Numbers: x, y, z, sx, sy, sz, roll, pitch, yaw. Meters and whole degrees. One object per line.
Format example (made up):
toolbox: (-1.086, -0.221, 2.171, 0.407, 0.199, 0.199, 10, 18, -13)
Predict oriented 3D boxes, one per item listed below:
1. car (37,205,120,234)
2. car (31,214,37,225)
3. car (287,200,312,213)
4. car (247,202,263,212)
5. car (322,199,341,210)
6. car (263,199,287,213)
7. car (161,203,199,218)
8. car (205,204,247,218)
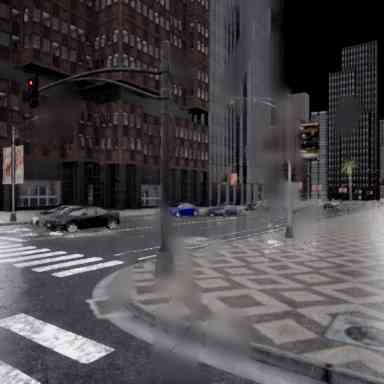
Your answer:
car: (-6.871, 1.696, 21.355, 1.882, 1.535, 5.008, 0, -1, 35)
car: (-9.010, 1.717, 23.969, 2.128, 1.511, 4.902, 0, -1, 35)
car: (15.772, 2.275, 47.637, 2.033, 1.411, 5.357, 0, -1, 32)
car: (9.696, 2.266, 50.536, 1.994, 1.385, 4.181, 0, -1, 35)
car: (26.025, 2.504, 62.314, 1.837, 1.490, 4.892, 0, -1, 35)
car: (12.702, 2.223, 49.153, 1.837, 1.490, 4.892, 0, -1, 35)
car: (-1.202, 1.901, 35.111, 1.882, 1.535, 5.008, 0, -1, 35)
car: (3.567, 2.029, 36.251, 2.033, 1.411, 5.357, 0, -1, 35)
